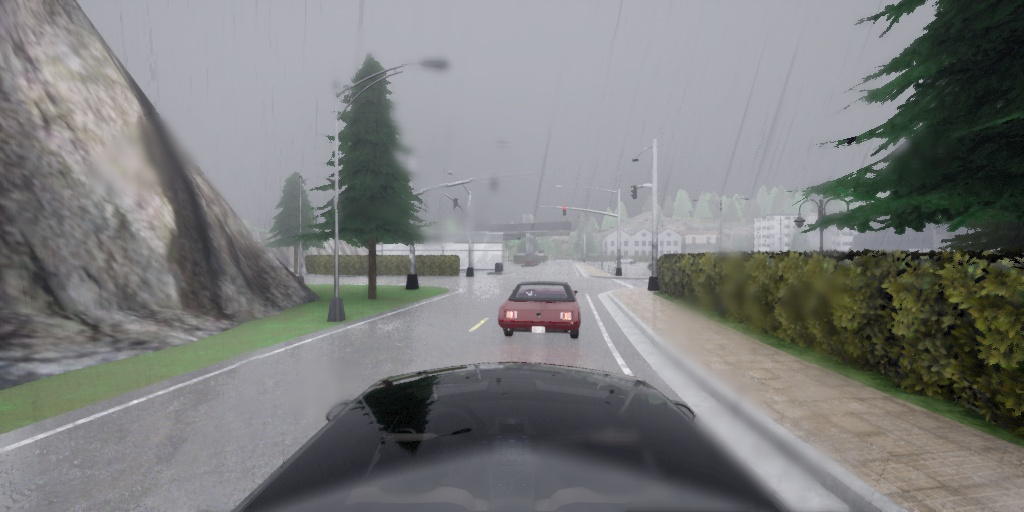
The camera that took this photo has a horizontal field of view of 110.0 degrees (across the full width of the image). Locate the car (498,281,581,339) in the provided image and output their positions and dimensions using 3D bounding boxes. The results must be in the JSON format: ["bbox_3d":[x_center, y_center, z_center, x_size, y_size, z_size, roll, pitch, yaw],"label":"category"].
[{"bbox_3d":[0.921,1.351,10.183,1.895,1.301,4.718,0,0,8],"label":"car"}]
